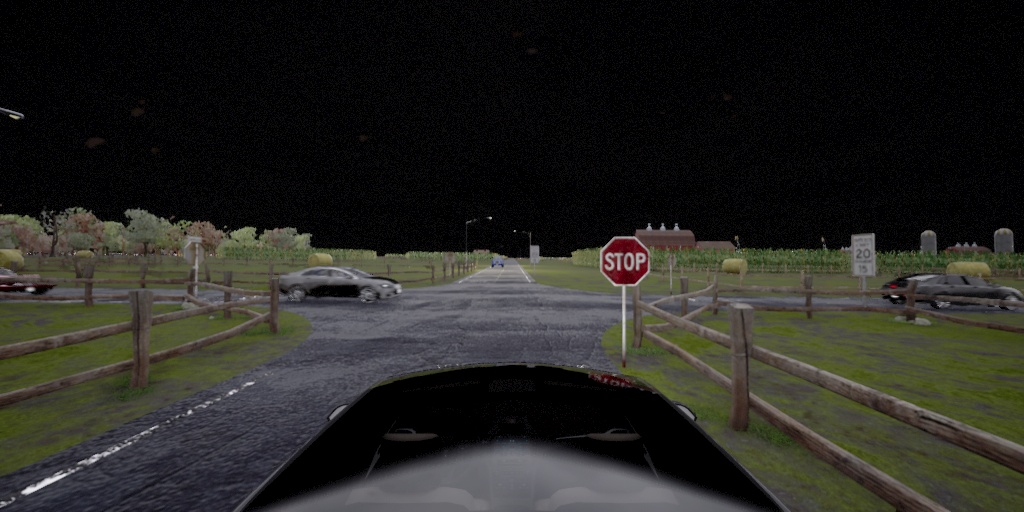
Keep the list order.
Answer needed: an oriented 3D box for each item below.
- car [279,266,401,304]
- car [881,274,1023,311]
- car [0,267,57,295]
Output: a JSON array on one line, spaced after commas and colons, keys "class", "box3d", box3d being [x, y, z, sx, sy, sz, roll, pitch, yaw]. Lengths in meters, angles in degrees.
[{"class": "car", "box3d": [-7.323, 1.191, 15.413, 4.902, 1.511, 2.128, 1, -1, -1]}, {"class": "car", "box3d": [19.133, 1.534, 15.678, 4.892, 1.490, 1.837, 1, -1, -1]}, {"class": "car", "box3d": [-22.702, 1.077, 15.257, 4.718, 1.301, 1.895, 1, -1, -1]}]
